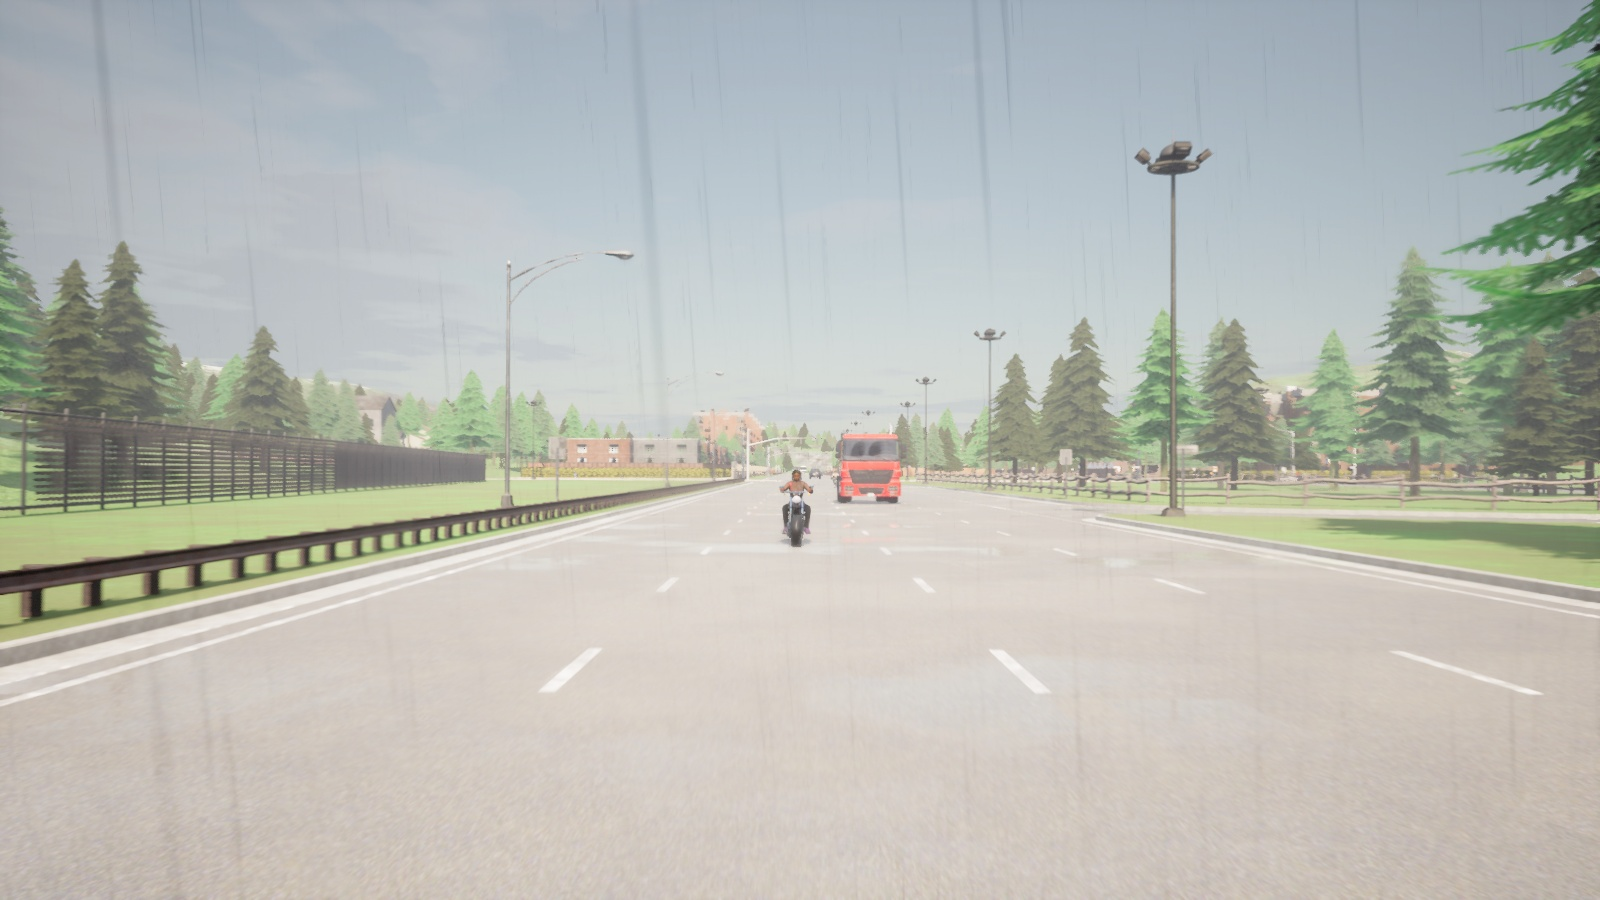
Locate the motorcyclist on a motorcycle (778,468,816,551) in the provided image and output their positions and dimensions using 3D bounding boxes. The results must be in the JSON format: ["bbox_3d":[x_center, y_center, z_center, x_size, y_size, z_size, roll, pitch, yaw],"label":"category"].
[{"bbox_3d":[-0.064,1.204,26.334,0.766,1.649,2.350,0,-1,0],"label":"motorcyclist on a motorcycle"}]

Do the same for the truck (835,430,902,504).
[{"bbox_3d":[3.343,0.873,63.176,2.891,3.462,7.936,0,-1,0],"label":"truck"}]
